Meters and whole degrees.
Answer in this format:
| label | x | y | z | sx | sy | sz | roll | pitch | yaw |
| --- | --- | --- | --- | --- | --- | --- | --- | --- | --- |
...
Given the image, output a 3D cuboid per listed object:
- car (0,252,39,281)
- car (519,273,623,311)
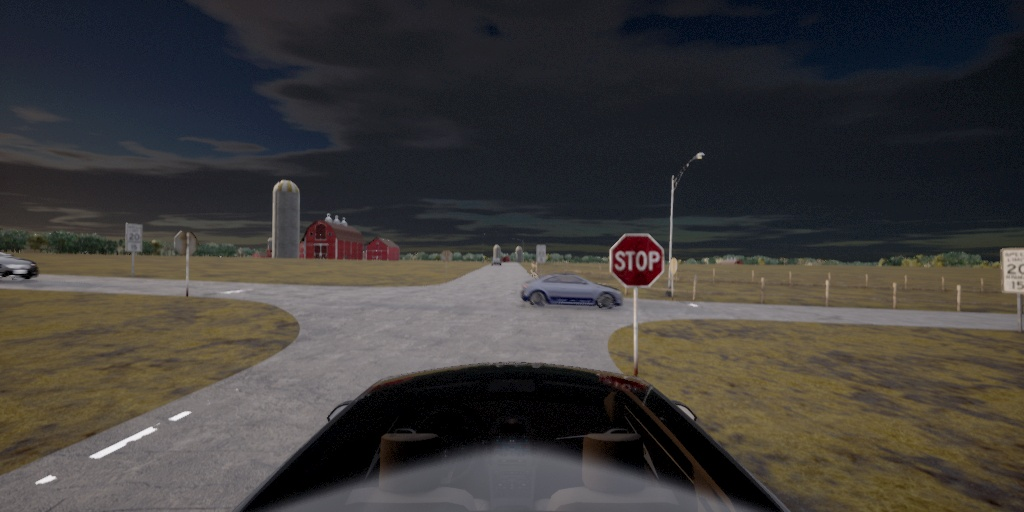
| label | x | y | z | sx | sy | sz | roll | pitch | yaw |
| --- | --- | --- | --- | --- | --- | --- | --- | --- | --- |
| car | -22.661 | 0.269 | 14.735 | 4.902 | 1.511 | 2.128 | 3 | -1 | 0 |
| car | 2.411 | 1.418 | 14.933 | 4.181 | 1.385 | 1.994 | 2 | -1 | 0 |
